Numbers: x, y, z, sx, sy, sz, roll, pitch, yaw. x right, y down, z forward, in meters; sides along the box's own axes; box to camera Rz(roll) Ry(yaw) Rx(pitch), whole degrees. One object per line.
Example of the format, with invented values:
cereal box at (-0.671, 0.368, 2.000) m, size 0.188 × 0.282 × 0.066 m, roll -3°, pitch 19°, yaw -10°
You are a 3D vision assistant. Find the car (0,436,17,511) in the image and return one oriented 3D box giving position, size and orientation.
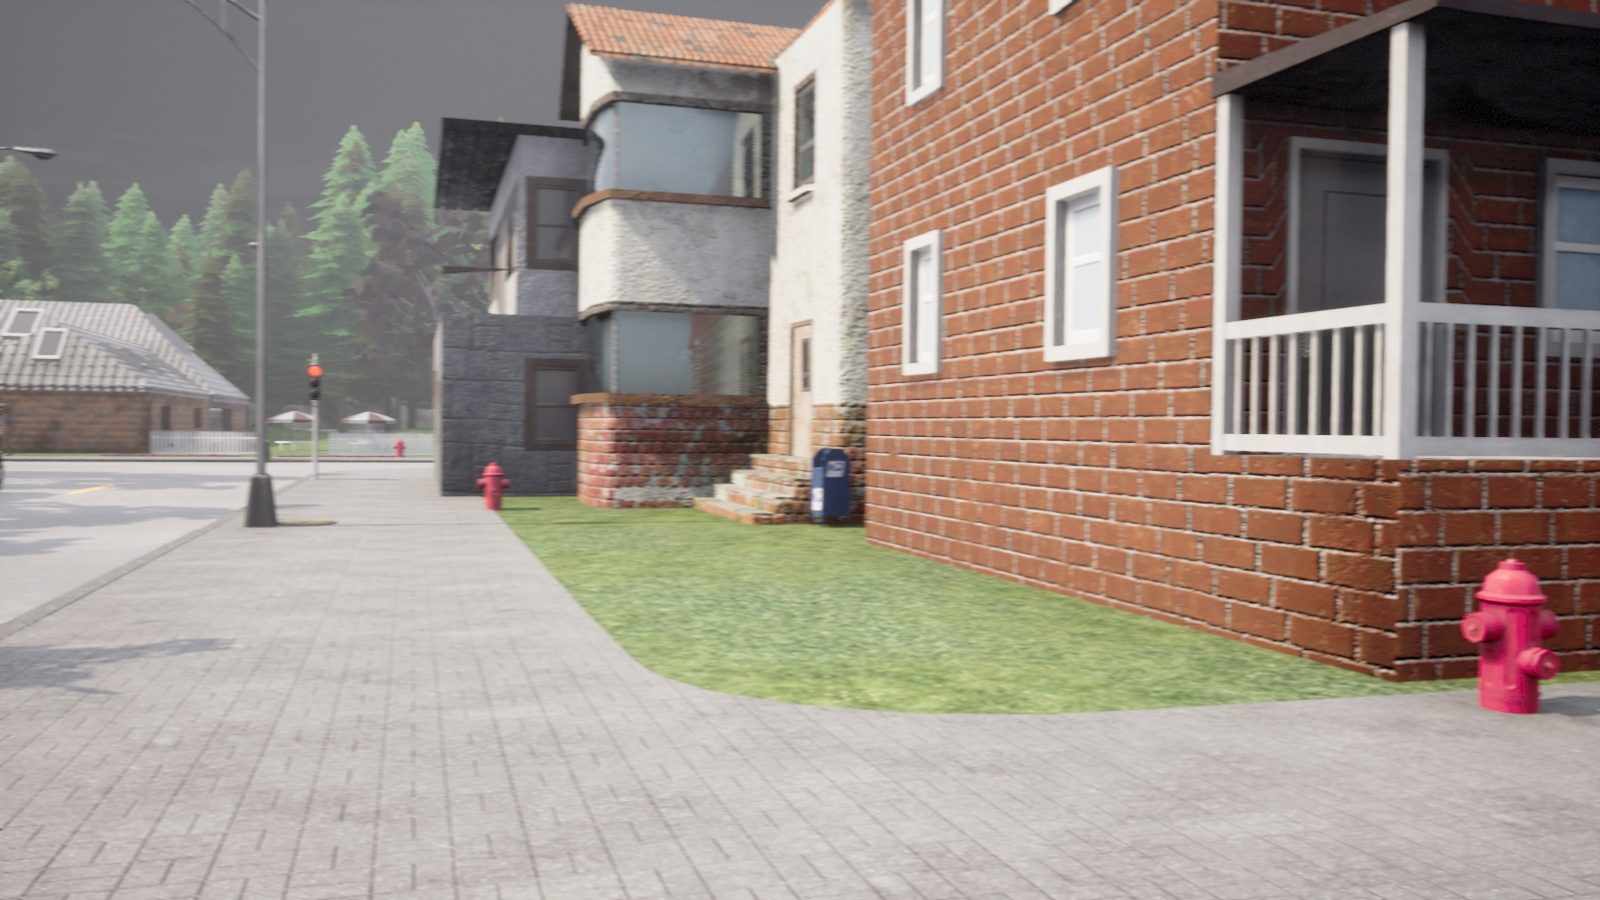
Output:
car at (-16.598, 0.497, 24.023) m, size 1.970 × 1.475 × 3.806 m, roll -1°, pitch 1°, yaw -20°

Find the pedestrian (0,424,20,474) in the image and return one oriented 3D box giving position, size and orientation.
pedestrian at (-29.882, -0.044, 47.314) m, size 0.694 × 1.848 × 0.540 m, roll -1°, pitch 1°, yaw -22°
